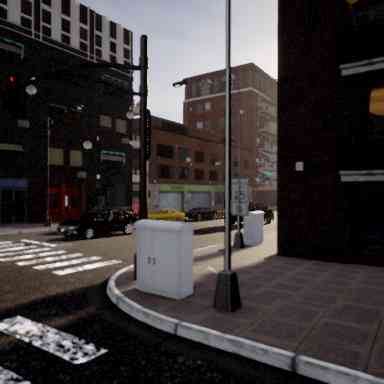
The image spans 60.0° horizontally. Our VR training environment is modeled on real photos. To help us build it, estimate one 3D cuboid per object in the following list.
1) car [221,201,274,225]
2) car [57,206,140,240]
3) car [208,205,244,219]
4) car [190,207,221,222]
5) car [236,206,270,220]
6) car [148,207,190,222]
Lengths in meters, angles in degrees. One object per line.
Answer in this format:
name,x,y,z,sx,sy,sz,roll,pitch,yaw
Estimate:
car,5.018,1.743,28.228,2.150,2.045,5.566,0,-1,35
car,-5.272,1.762,19.035,1.837,1.490,4.892,0,-1,34
car,3.845,2.144,36.674,1.752,1.417,4.829,-1,-2,35
car,0.782,2.084,32.283,1.947,1.339,4.313,-1,-2,35
car,6.743,2.254,36.266,1.895,1.301,4.718,0,-1,35
car,-2.476,1.936,27.615,1.752,1.417,4.829,-1,-2,35
